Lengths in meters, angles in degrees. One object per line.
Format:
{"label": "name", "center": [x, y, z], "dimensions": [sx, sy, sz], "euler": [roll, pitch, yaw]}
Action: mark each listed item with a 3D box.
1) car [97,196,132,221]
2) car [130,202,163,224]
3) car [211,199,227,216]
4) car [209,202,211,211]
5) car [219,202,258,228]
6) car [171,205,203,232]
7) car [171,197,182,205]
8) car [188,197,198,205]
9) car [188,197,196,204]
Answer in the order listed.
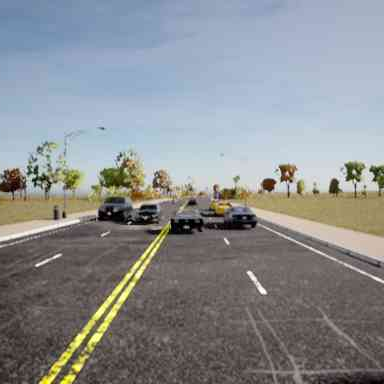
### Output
{"label": "car", "center": [-6.572, 1.385, 29.218], "dimensions": [2.150, 2.045, 5.566], "euler": [0, 0, 0]}
{"label": "car", "center": [-3.324, 1.650, 26.093], "dimensions": [1.837, 1.490, 4.892], "euler": [0, 0, 0]}
{"label": "car", "center": [3.285, 1.647, 34.391], "dimensions": [1.801, 1.575, 5.366], "euler": [0, 0, 0]}
{"label": "car", "center": [3.295, 1.706, 45.391], "dimensions": [1.801, 1.575, 5.366], "euler": [0, 0, 0]}
{"label": "car", "center": [3.274, 1.677, 23.201], "dimensions": [2.033, 1.411, 5.357], "euler": [0, 0, 0]}
{"label": "car", "center": [-0.286, 1.720, 21.194], "dimensions": [1.895, 1.301, 4.718], "euler": [0, 0, 0]}
{"label": "car", "center": [-3.182, 1.812, 68.413], "dimensions": [2.128, 1.511, 4.902], "euler": [0, 0, 0]}
{"label": "car", "center": [0.148, 1.897, 64.432], "dimensions": [2.033, 1.411, 5.357], "euler": [0, 0, 0]}
{"label": "car", "center": [0.078, 1.921, 78.292], "dimensions": [1.837, 1.490, 4.892], "euler": [0, 0, 0]}
